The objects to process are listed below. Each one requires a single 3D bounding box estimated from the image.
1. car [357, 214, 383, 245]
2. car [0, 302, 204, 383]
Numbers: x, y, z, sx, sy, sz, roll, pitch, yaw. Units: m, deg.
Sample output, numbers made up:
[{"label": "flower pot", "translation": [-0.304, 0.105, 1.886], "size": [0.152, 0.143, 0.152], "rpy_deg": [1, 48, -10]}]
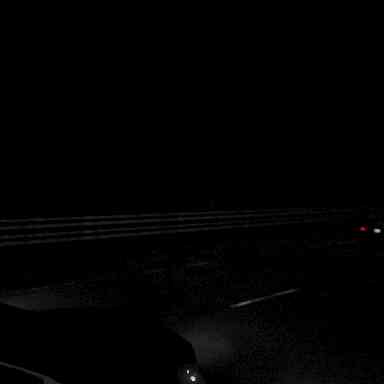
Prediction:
[{"label": "car", "translation": [9.496, 1.623, 14.821], "size": [5.357, 1.411, 2.033], "rpy_deg": [0, 0, -35]}, {"label": "car", "translation": [-2.138, 1.502, 2.220], "size": [4.892, 1.490, 1.837], "rpy_deg": [0, 0, -35]}]
